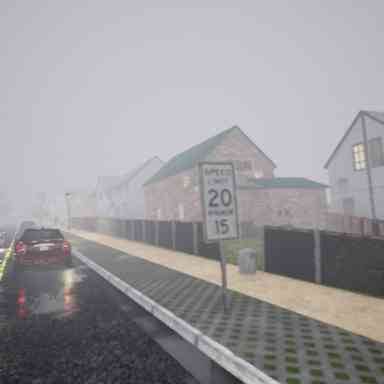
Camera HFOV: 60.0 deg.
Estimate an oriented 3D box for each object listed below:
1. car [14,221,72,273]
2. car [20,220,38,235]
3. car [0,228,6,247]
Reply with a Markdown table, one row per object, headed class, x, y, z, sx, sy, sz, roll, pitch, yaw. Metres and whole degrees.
| class | x | y | z | sx | sy | sz | roll | pitch | yaw |
| --- | --- | --- | --- | --- | --- | --- | --- | --- | --- |
| car | -6.647 | 2.327 | 14.684 | 2.097 | 1.767 | 4.553 | -1 | -3 | -27 |
| car | -20.509 | 4.400 | 41.851 | 1.882 | 1.535 | 5.008 | -1 | -3 | -27 |
| car | -15.244 | 3.364 | 25.051 | 1.837 | 1.490 | 4.892 | -1 | -3 | -27 |
